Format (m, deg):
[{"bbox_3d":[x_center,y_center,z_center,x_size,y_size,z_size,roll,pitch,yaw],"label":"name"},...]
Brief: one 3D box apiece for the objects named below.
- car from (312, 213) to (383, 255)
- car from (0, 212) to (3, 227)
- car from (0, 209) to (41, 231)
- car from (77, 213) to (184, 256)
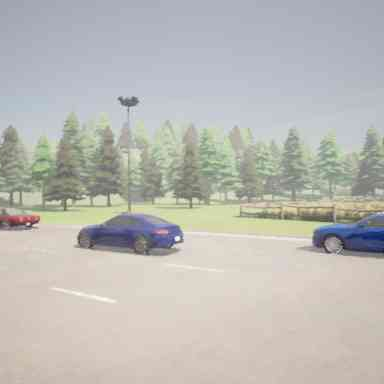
[{"bbox_3d":[6.904,1.477,11.794,5.008,1.535,1.882,-1,-1,34],"label":"car"},{"bbox_3d":[-10.111,1.650,13.394,4.674,1.442,1.812,0,0,26],"label":"car"},{"bbox_3d":[-12.522,1.778,22.062,4.718,1.301,1.895,0,0,22],"label":"car"},{"bbox_3d":[-2.533,1.598,13.455,4.674,1.442,1.812,-1,0,30],"label":"car"}]
